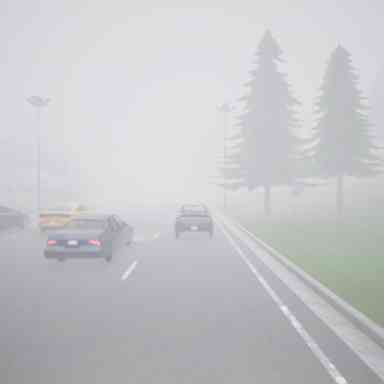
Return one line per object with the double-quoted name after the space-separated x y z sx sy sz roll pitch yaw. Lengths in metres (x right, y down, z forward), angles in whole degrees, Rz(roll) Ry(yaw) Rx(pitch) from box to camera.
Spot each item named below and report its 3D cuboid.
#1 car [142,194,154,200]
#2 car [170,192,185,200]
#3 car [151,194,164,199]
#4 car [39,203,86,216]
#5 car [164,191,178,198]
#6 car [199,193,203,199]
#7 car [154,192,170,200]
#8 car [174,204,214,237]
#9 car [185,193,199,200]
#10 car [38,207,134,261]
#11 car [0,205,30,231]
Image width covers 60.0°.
-10.465 1.111 78.257 2.033 1.411 5.357 0 0 2 "car"
-3.471 1.127 77.981 1.994 1.385 4.181 0 0 2 "car"
-9.112 1.108 88.786 1.895 1.301 4.718 0 0 17 "car"
-6.897 1.374 18.937 1.882 1.535 5.008 0 0 0 "car"
-5.542 0.726 88.678 2.097 1.767 4.553 0 0 17 "car"
1.496 1.016 87.869 2.033 1.411 5.357 0 0 17 "car"
-6.962 0.926 78.552 2.097 1.767 4.553 0 0 2 "car"
0.102 1.397 17.375 2.128 1.511 4.902 0 0 0 "car"
0.023 1.076 77.591 1.837 1.490 4.892 0 0 2 "car"
-3.398 1.482 11.980 2.033 1.411 5.357 0 0 0 "car"
-10.397 1.409 17.481 1.837 1.490 4.892 0 0 0 "car"
